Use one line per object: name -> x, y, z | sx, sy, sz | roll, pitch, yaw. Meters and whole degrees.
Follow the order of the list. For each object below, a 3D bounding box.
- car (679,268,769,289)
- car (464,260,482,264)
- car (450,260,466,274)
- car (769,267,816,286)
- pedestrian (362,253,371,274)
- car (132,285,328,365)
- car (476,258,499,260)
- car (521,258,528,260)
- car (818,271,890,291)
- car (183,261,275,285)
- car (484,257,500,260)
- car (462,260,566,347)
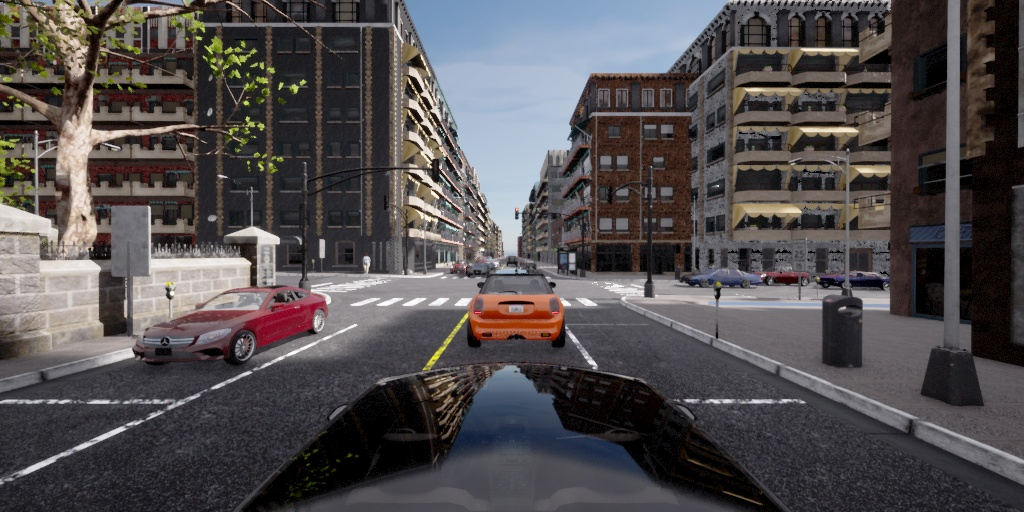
car -> 15.220, 1.584, 26.190 | 5.357, 1.411, 2.033 | 1, 0, -1
car -> -3.129, 1.312, 34.362 | 1.994, 1.385, 4.181 | 0, 0, 1
car -> -5.735, 1.187, 40.364 | 1.967, 1.591, 4.097 | 0, 0, 0
car -> 21.348, 1.571, 28.834 | 4.097, 1.591, 1.967 | 0, 0, -1
pedestrian -> -12.748, 0.651, 31.348 | 0.375, 1.860, 0.375 | 0, -1, -1
car -> -5.696, 1.331, 7.953 | 1.802, 1.307, 4.207 | 0, 0, 0
car -> -3.146, 1.312, 46.193 | 1.994, 1.385, 4.181 | 0, 0, 0
car -> 2.631, 1.298, 51.646 | 2.007, 1.370, 4.403 | 0, 0, 0
car -> 25.253, 1.815, 26.321 | 4.718, 1.301, 1.895 | 1, 0, -1
car -> -17.673, 1.034, 22.550 | 4.181, 1.385, 1.994 | 1, 0, -1
car -> -3.147, 1.274, 59.058 | 1.812, 1.442, 4.674 | 0, 0, 0
car -> 0.118, 1.101, 9.463 | 2.097, 1.767, 4.553 | 0, 0, 1
